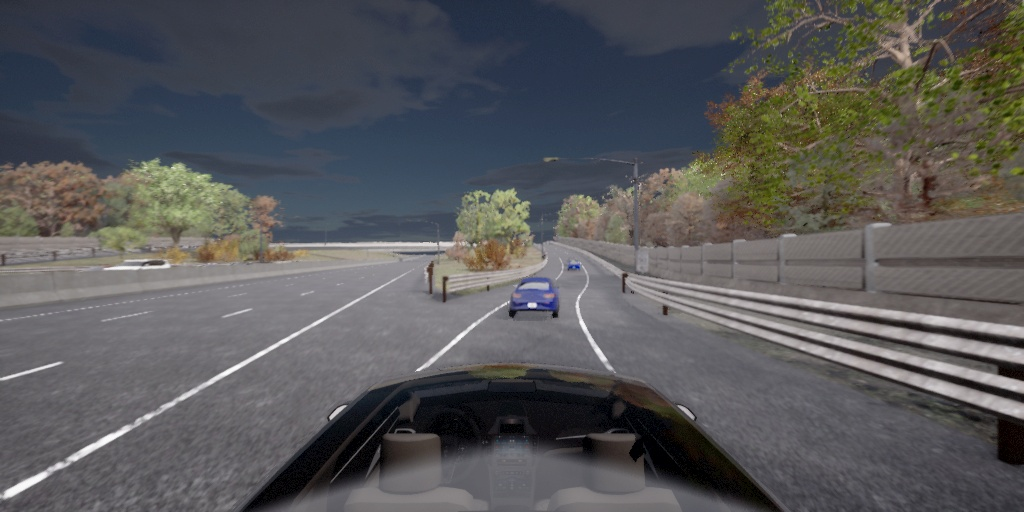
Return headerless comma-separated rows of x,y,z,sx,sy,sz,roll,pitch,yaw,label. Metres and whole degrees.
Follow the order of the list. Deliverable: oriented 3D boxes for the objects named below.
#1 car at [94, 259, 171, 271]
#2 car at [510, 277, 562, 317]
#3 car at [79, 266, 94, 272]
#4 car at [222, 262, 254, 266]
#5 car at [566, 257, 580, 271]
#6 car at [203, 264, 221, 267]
-33.867,1.309,32.611,2.150,2.045,5.566,-1,-1,-12,car
1.028,1.583,14.674,1.812,1.442,4.674,-1,-1,8,car
-37.483,1.600,32.857,1.882,1.535,5.008,-1,0,-12,car
-37.484,1.654,49.861,1.837,1.490,4.892,-1,0,-12,car
9.555,1.451,55.561,1.882,1.535,5.008,0,2,8,car
-40.868,1.748,48.938,1.994,1.385,4.181,-1,0,-12,car
